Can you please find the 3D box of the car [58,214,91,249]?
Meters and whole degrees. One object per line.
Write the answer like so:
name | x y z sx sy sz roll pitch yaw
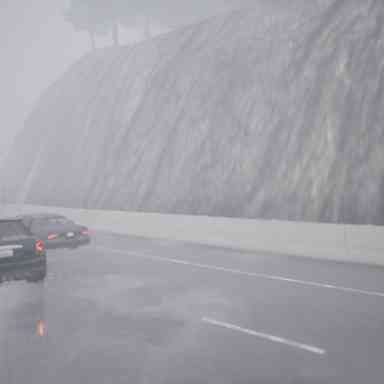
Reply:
car | -6.255 1.563 13.509 5.357 1.411 2.033 0 0 40

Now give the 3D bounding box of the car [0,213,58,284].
car | -5.714 1.360 8.564 4.553 1.767 2.097 0 0 39
